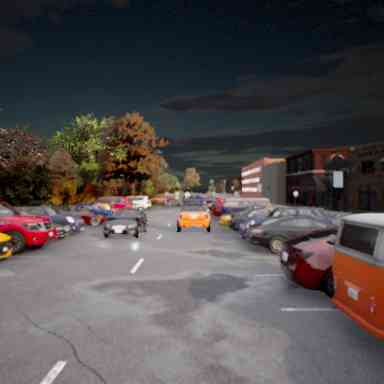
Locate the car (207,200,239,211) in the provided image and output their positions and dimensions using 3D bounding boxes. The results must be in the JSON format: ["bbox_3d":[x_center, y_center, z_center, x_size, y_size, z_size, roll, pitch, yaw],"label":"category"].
[{"bbox_3d":[4.561,1.962,49.613,4.674,1.452,2.002,-1,0,0],"label":"car"}]

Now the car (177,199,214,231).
[{"bbox_3d":[0.118,1.562,22.294,2.097,1.767,4.553,0,0,0],"label":"car"}]

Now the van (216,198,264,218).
[{"bbox_3d":[4.680,1.555,32.934,4.442,1.987,1.878,0,0,0],"label":"van"}]

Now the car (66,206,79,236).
[{"bbox_3d":[-8.535,1.638,16.351,4.892,1.521,2.231,0,-1,0],"label":"car"}]

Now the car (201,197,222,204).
[{"bbox_3d":[4.410,1.981,75.775,4.674,1.452,2.002,0,0,0],"label":"car"}]

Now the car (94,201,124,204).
[{"bbox_3d":[-8.525,1.734,27.491,5.008,1.535,2.097,0,0,0],"label":"car"}]

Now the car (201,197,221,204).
[{"bbox_3d":[4.420,2.000,78.601,4.674,1.452,2.002,0,0,0],"label":"car"}]

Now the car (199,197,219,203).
[{"bbox_3d":[4.446,2.015,87.078,5.008,1.535,2.097,0,0,0],"label":"car"}]

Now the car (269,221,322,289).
[{"bbox_3d":[4.575,1.590,8.007,4.792,1.488,2.163,0,-1,0],"label":"car"}]

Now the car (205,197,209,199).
[{"bbox_3d":[4.760,1.896,46.972,5.366,1.575,1.946,0,0,0],"label":"car"}]

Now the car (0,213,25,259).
[{"bbox_3d":[-8.537,1.585,10.780,5.008,1.535,2.097,0,-1,0],"label":"car"}]

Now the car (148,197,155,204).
[{"bbox_3d":[-8.534,1.647,46.987,5.566,2.045,2.435,0,0,0],"label":"car"}]

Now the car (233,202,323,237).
[{"bbox_3d":[4.583,1.513,16.357,4.553,1.767,2.185,0,0,0],"label":"car"}]

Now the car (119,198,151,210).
[{"bbox_3d":[-8.472,1.796,49.771,4.553,1.767,2.185,0,0,0],"label":"car"}]

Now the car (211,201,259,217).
[{"bbox_3d":[4.573,1.807,35.839,4.892,1.521,2.231,0,0,0],"label":"car"}]

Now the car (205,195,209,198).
[{"bbox_3d":[4.374,1.952,72.949,4.792,1.488,2.163,0,0,0],"label":"car"}]

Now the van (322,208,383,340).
[{"bbox_3d":[4.661,1.307,5.163,4.442,1.987,1.878,0,-1,0],"label":"van"}]

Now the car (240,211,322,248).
[{"bbox_3d":[4.547,1.652,13.573,4.674,1.452,2.002,0,-1,0],"label":"car"}]

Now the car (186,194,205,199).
[{"bbox_3d":[0.140,1.573,39.010,2.150,2.045,5.566,0,-1,0],"label":"car"}]

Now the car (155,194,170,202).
[{"bbox_3d":[-8.126,1.832,78.609,4.553,1.767,2.185,0,0,0],"label":"car"}]

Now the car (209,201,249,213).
[{"bbox_3d":[4.568,1.892,41.405,4.674,1.452,2.002,0,0,0],"label":"car"}]

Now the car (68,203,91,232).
[{"bbox_3d":[-8.558,1.536,19.138,4.553,1.767,2.185,0,-1,0],"label":"car"}]

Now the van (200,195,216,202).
[{"bbox_3d":[4.354,1.826,92.731,4.442,1.987,1.878,0,0,0],"label":"van"}]

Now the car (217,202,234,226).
[{"bbox_3d":[4.564,1.712,24.707,4.892,1.521,2.231,0,-1,0],"label":"car"}]

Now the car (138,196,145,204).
[{"bbox_3d":[-8.541,1.724,41.291,4.553,1.767,2.185,0,0,0],"label":"car"}]

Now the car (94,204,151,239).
[{"bbox_3d":[-3.586,1.669,18.681,2.128,1.511,4.902,0,-1,0],"label":"car"}]

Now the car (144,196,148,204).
[{"bbox_3d":[-8.539,1.748,44.075,4.553,1.767,2.185,0,0,0],"label":"car"}]

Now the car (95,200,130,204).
[{"bbox_3d":[-8.703,1.753,30.151,5.366,1.575,1.946,0,0,0],"label":"car"}]

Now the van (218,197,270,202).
[{"bbox_3d":[4.677,1.509,27.492,4.442,1.987,1.878,0,0,0],"label":"van"}]

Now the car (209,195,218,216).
[{"bbox_3d":[4.590,1.507,30.275,5.566,2.045,2.435,0,0,0],"label":"car"}]

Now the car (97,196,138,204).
[{"bbox_3d":[-8.544,1.528,32.938,5.566,2.045,2.435,0,0,0],"label":"car"}]

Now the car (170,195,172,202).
[{"bbox_3d":[-8.143,1.975,81.308,5.008,1.535,2.097,0,0,0],"label":"car"}]

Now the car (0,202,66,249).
[{"bbox_3d":[-8.502,1.360,13.569,5.566,2.045,2.435,0,-1,0],"label":"car"}]

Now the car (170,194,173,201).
[{"bbox_3d":[-8.133,2.014,87.080,4.892,1.521,2.231,0,0,0],"label":"car"}]

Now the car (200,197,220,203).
[{"bbox_3d":[4.447,1.996,84.253,5.008,1.535,2.097,0,0,0],"label":"car"}]

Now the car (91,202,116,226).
[{"bbox_3d":[-8.492,1.739,24.705,4.792,1.488,2.163,0,-1,0],"label":"car"}]

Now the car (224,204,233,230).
[{"bbox_3d":[4.547,1.664,19.141,4.892,1.521,2.231,0,-1,0],"label":"car"}]
